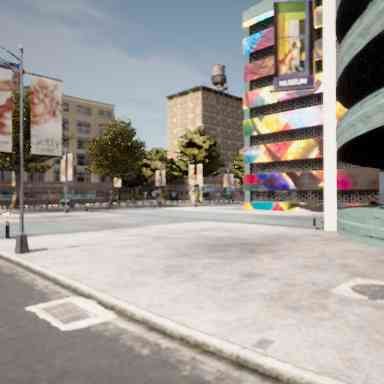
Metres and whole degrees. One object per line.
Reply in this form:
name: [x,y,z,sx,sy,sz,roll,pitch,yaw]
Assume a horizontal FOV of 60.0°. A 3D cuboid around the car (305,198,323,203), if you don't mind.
car: [14.840,1.445,39.609,4.674,1.452,2.002,0,0,-44]
